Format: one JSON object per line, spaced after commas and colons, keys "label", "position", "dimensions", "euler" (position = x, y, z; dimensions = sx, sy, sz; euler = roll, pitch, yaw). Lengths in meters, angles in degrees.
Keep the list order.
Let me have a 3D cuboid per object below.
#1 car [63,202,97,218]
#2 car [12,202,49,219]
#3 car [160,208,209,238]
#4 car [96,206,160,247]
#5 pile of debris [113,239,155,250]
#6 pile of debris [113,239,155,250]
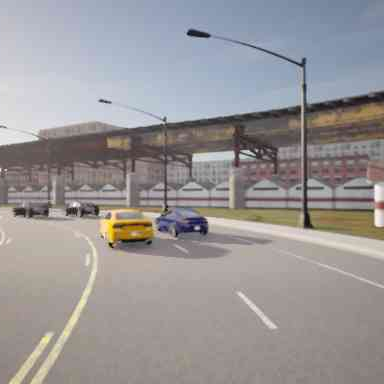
{"label": "car", "position": [-10.988, 1.713, 32.871], "dimensions": [4.902, 1.511, 2.128], "euler": [-1, 0, 44]}
{"label": "car", "position": [-15.791, 1.733, 32.460], "dimensions": [4.902, 1.511, 2.128], "euler": [-1, -1, 40]}
{"label": "car", "position": [-0.656, 1.625, 18.577], "dimensions": [1.812, 1.442, 4.674], "euler": [0, 0, -23]}
{"label": "car", "position": [-3.223, 1.572, 15.784], "dimensions": [1.882, 1.535, 5.008], "euler": [0, 0, -21]}
{"label": "pile of debris", "position": [-2.550, 2.262, 14.372], "dimensions": [1.500, 0.140, 1.860], "euler": [0, 0, -20]}
{"label": "pile of debris", "position": [-2.550, 2.262, 14.372], "dimensions": [1.500, 0.140, 1.860], "euler": [0, 0, -20]}
